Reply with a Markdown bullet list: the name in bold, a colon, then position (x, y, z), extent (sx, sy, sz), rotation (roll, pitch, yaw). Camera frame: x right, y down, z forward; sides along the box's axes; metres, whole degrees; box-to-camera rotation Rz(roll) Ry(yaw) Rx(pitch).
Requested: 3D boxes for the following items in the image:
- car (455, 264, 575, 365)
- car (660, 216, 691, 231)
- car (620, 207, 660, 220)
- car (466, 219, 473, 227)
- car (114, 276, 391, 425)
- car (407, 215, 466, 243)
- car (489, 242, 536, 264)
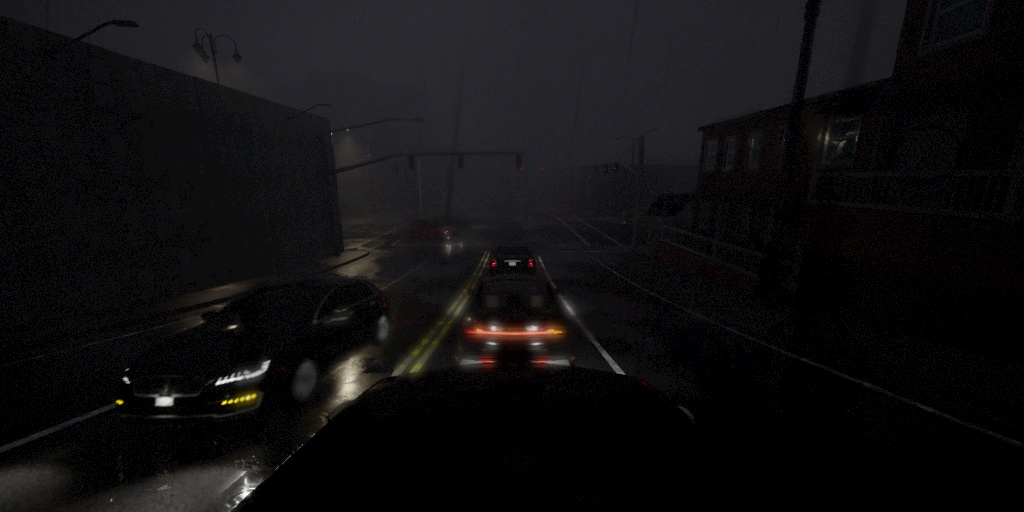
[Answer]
- **car**: position (0.057, 1.122, 7.163), extent (1.837, 1.490, 4.892), rotation (0, 2, 0)
- **car**: position (17.416, -3.177, 35.580), extent (4.181, 1.385, 1.994), rotation (0, 12, 0)
- **car**: position (16.476, -5.544, 46.016), extent (5.008, 1.535, 1.882), rotation (0, 12, 0)
- **car**: position (-6.851, -3.530, 37.153), extent (5.357, 1.411, 2.033), rotation (-5, 13, -22)
- **car**: position (-3.593, 1.175, 6.129), extent (1.837, 1.490, 4.892), rotation (0, 2, 0)
- **car**: position (-6.650, -2.252, 30.385), extent (4.553, 1.767, 2.097), rotation (6, 14, 25)
- **car**: position (0.028, 0.086, 17.418), extent (2.097, 1.767, 4.553), rotation (0, 7, 0)
